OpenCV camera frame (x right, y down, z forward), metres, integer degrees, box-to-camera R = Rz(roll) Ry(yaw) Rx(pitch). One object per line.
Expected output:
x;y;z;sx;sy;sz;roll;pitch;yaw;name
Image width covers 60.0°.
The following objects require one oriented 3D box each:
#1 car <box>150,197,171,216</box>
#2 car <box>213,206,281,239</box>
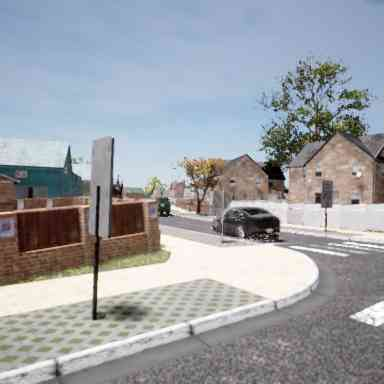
-3.939;1.602;38.015;2.150;2.045;5.566;2;-1;-17;car
2.646;1.525;17.214;1.837;1.490;4.892;-5;1;-20;car
